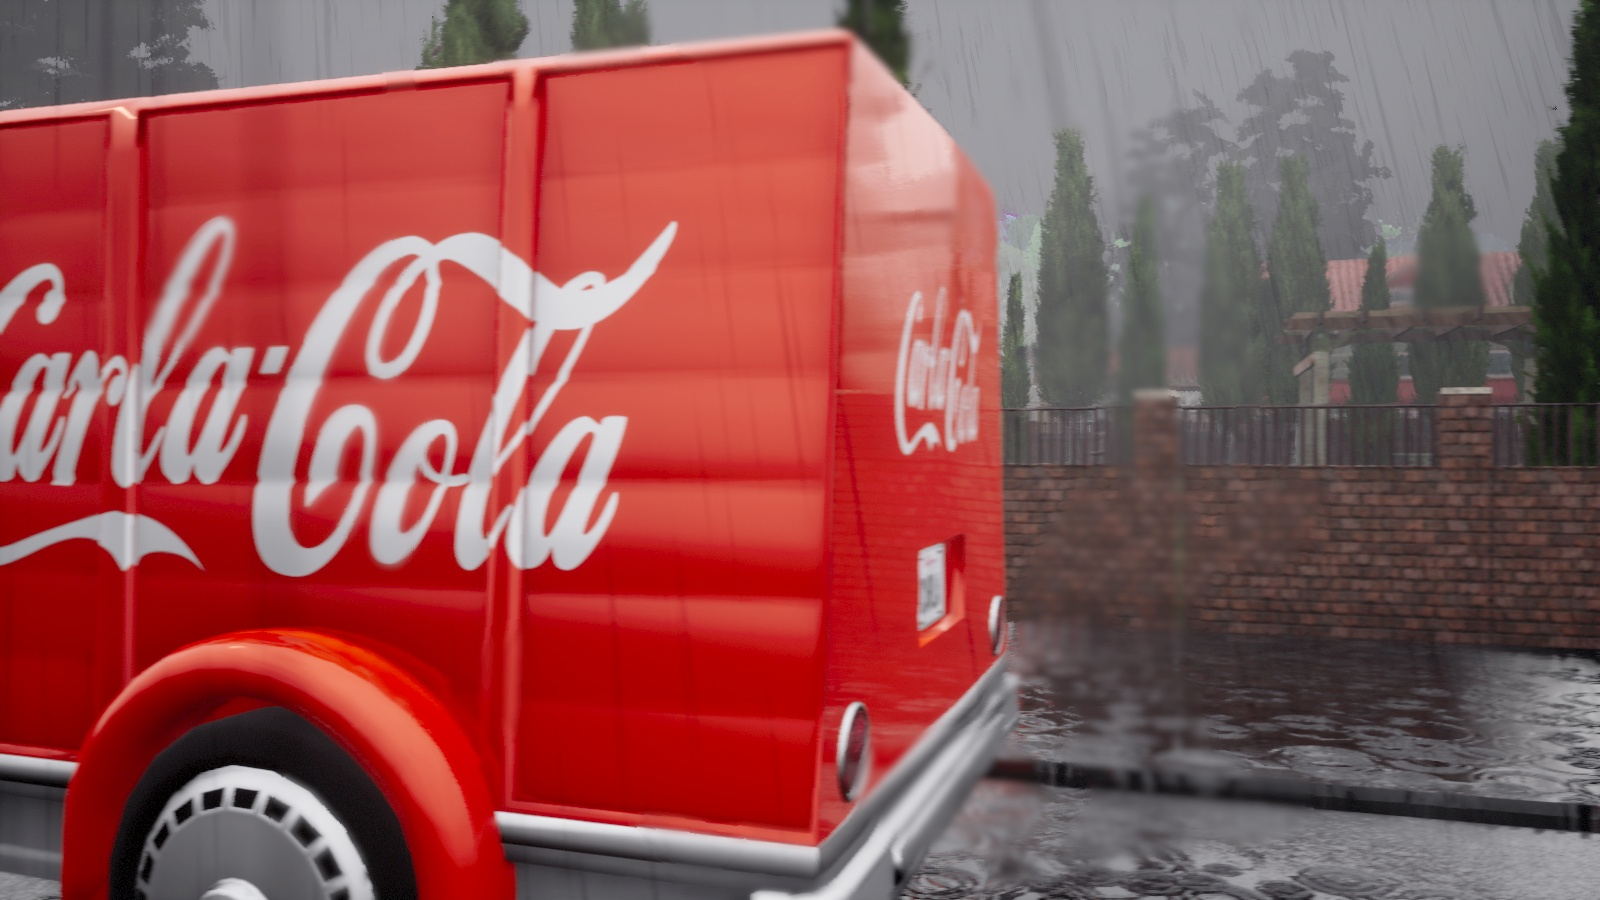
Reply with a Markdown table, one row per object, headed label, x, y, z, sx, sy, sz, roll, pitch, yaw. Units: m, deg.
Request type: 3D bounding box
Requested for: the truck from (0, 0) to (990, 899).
| label | x | y | z | sx | sy | sz | roll | pitch | yaw |
| --- | --- | --- | --- | --- | --- | --- | --- | --- | --- |
| truck | -2.157 | 0.261 | 4.440 | 5.204 | 2.467 | 2.627 | 1 | 1 | 19 |
